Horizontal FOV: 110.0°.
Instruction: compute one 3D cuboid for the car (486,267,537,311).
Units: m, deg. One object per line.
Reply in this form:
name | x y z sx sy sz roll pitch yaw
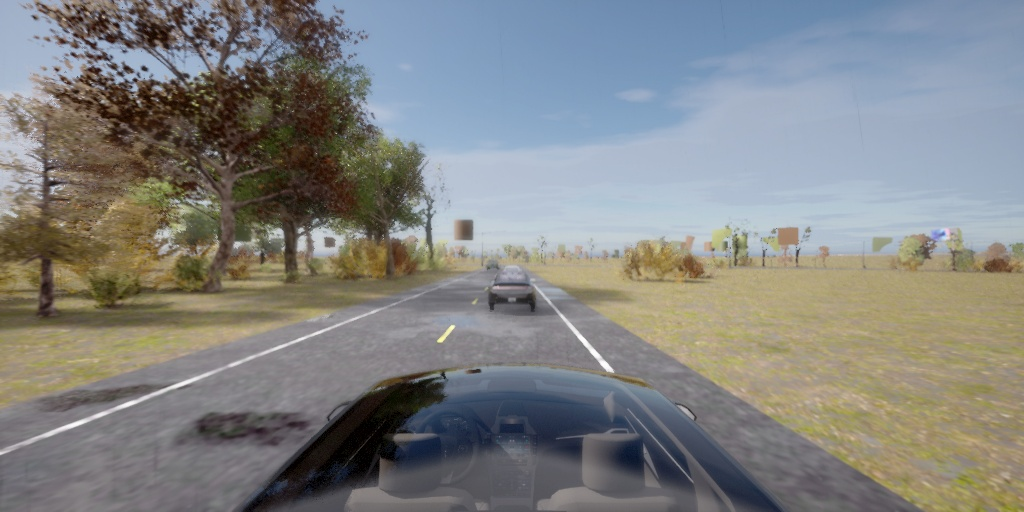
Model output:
car | 0.022 1.384 15.344 2.128 1.511 4.902 0 0 0
